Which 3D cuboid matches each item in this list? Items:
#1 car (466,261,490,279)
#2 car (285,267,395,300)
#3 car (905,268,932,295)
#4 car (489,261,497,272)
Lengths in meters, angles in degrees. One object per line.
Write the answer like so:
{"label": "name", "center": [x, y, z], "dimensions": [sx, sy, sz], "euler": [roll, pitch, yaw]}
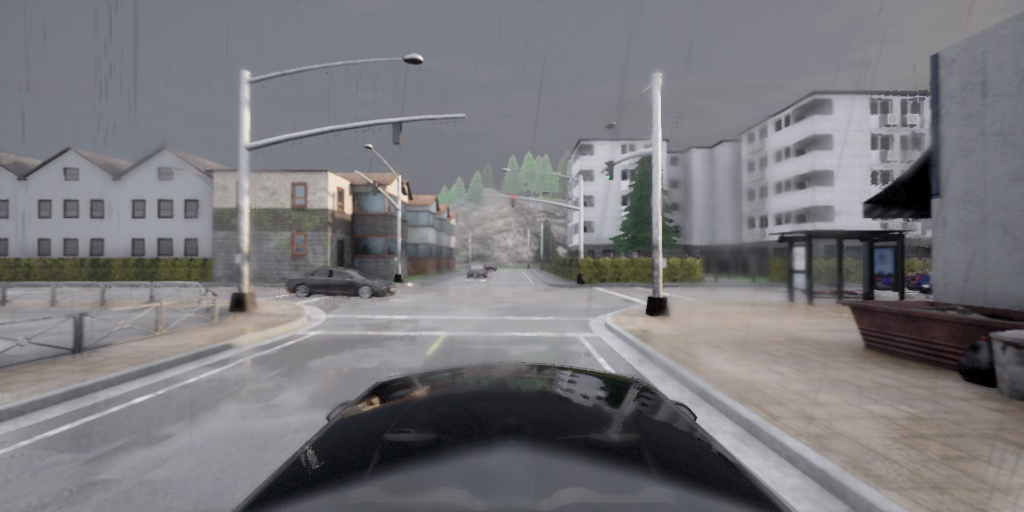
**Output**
{"label": "car", "center": [-3.596, 1.605, 37.573], "dimensions": [1.812, 1.442, 4.674], "euler": [0, 0, 0]}
{"label": "car", "center": [-8.141, 1.306, 17.236], "dimensions": [4.892, 1.490, 1.837], "euler": [2, -1, 0]}
{"label": "car", "center": [22.144, 1.294, 17.175], "dimensions": [4.674, 1.442, 1.812], "euler": [1, -1, 0]}
{"label": "car", "center": [-3.512, 1.622, 58.695], "dimensions": [2.097, 1.767, 4.553], "euler": [0, 0, 0]}
